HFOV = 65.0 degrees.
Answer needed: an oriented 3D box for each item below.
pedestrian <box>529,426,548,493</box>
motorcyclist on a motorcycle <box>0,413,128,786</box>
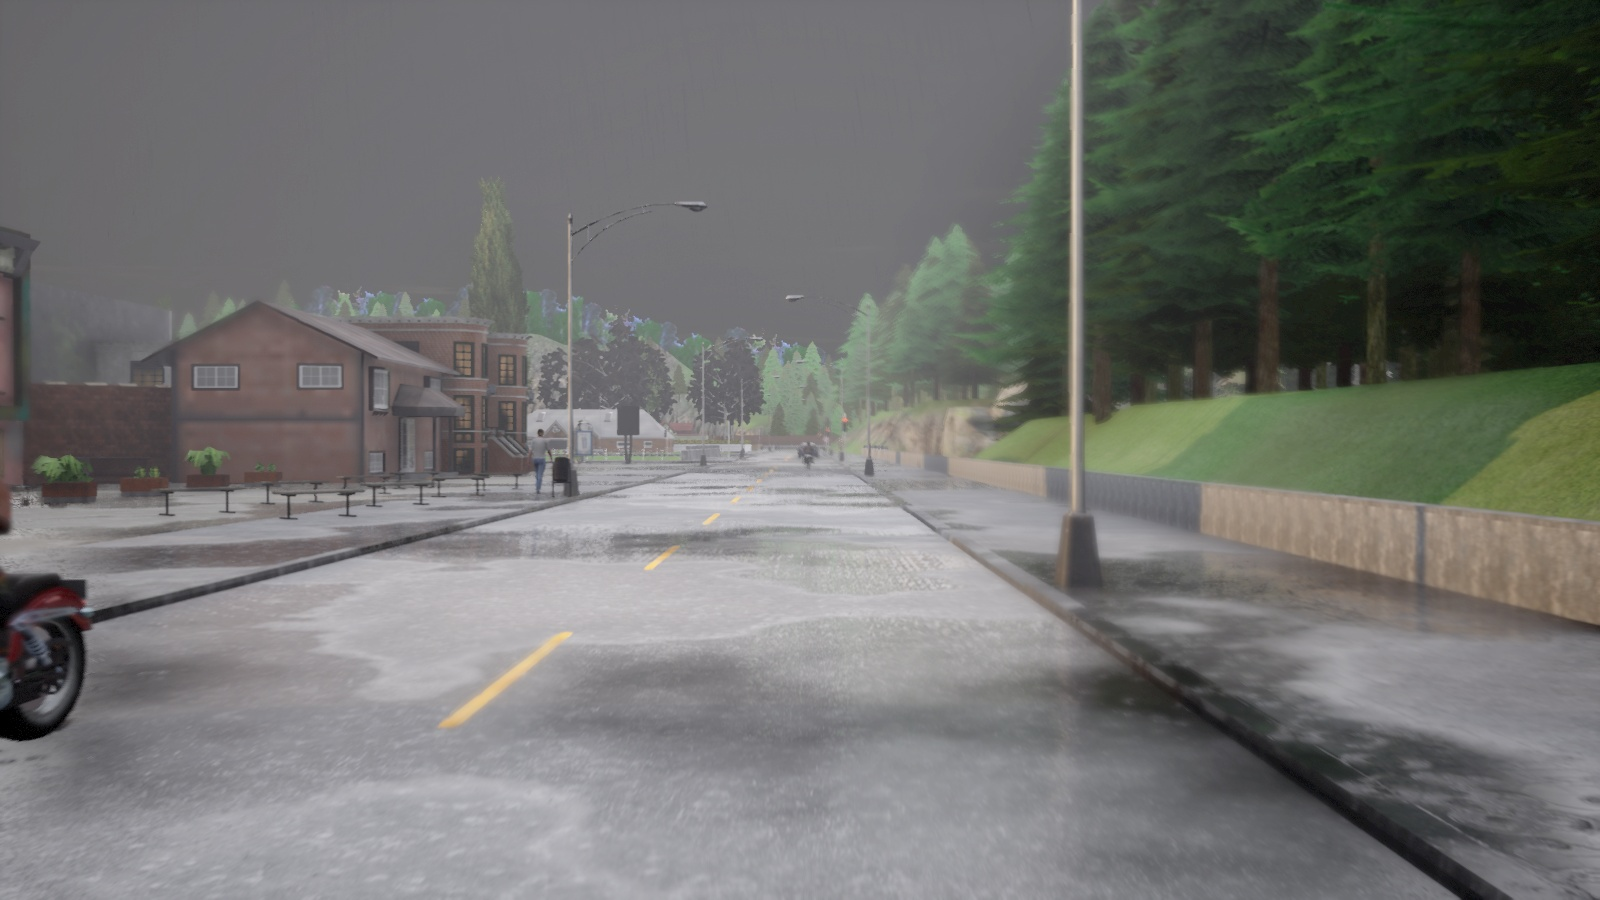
[{"bbox_3d":[-7.259,0.253,34.871,0.354,1.836,0.706,0,0,1],"label":"pedestrian"},{"bbox_3d":[-3.926,0.663,5.394,0.766,1.649,2.350,0,1,2],"label":"motorcyclist on a motorcycle"}]
